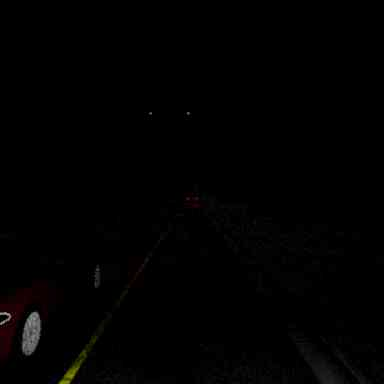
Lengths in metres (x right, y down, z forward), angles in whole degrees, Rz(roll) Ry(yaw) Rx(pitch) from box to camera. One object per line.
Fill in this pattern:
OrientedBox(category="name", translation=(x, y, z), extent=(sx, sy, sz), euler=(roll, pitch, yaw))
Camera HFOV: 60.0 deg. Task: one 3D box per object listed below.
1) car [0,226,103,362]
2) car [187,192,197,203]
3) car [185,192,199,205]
OrientedBox(category="car", translation=(-3.080, 1.479, 6.106), extent=(1.882, 1.535, 5.008), euler=(0, 0, 0))
OrientedBox(category="car", translation=(0.016, 1.105, 69.465), extent=(2.150, 2.045, 5.566), euler=(0, 0, 0))
OrientedBox(category="car", translation=(0.014, 1.228, 59.042), extent=(2.150, 2.045, 5.566), euler=(0, 0, 0))
